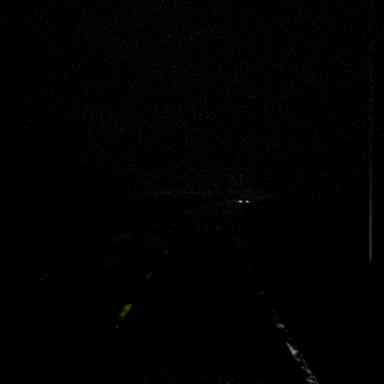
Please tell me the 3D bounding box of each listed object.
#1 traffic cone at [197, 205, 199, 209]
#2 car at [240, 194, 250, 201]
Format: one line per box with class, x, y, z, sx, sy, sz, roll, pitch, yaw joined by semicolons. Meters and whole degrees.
traffic cone;0.721;1.826;41.794;0.340;0.580;0.340;0;0;12
car;11.905;1.211;75.130;1.882;1.535;5.008;0;0;15
